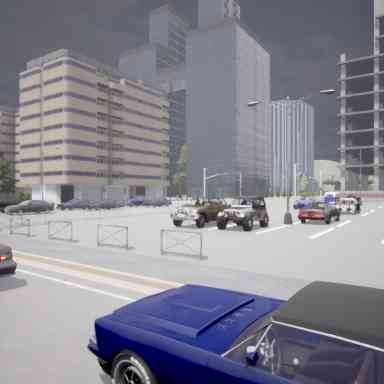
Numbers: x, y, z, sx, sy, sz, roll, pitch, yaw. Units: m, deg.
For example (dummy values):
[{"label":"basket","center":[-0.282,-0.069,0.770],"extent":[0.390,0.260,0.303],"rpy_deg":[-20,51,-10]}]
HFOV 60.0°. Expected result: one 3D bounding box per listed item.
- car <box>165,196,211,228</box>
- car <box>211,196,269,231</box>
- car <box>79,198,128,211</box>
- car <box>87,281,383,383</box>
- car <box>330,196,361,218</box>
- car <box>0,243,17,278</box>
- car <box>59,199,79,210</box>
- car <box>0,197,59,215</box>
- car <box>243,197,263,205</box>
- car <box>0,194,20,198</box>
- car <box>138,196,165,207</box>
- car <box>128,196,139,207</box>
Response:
[{"label":"car","center":[0.675,1.153,20.922],"extent":[1.932,1.855,4.605],"rpy_deg":[0,0,34]},{"label":"car","center":[3.042,1.156,19.256],"extent":[1.905,1.878,3.866],"rpy_deg":[0,0,34]},{"label":"car","center":[-10.954,1.547,41.538],"extent":[2.033,1.411,5.357],"rpy_deg":[0,0,34]},{"label":"car","center":[1.154,1.601,3.167],"extent":[4.718,1.301,1.895],"rpy_deg":[0,0,35]},{"label":"car","center":[15.066,1.395,32.211],"extent":[1.970,1.475,3.806],"rpy_deg":[0,0,34]},{"label":"car","center":[-6.692,1.547,8.682],"extent":[5.357,1.411,2.033],"rpy_deg":[0,0,35]},{"label":"car","center":[-14.522,1.547,42.513],"extent":[2.033,1.411,5.357],"rpy_deg":[0,0,34]},{"label":"car","center":[-16.284,1.526,33.566],"extent":[1.812,1.442,4.674],"rpy_deg":[0,0,34]},{"label":"car","center":[11.381,1.601,61.926],"extent":[1.895,1.301,4.718],"rpy_deg":[0,0,35]},{"label":"car","center":[-20.232,1.222,34.003],"extent":[2.150,2.045,5.566],"rpy_deg":[0,0,34]},{"label":"car","center":[-5.162,1.547,50.154],"extent":[2.033,1.411,5.357],"rpy_deg":[0,0,34]},{"label":"car","center":[-8.846,1.352,50.909],"extent":[2.097,1.767,4.553],"rpy_deg":[0,0,35]}]
